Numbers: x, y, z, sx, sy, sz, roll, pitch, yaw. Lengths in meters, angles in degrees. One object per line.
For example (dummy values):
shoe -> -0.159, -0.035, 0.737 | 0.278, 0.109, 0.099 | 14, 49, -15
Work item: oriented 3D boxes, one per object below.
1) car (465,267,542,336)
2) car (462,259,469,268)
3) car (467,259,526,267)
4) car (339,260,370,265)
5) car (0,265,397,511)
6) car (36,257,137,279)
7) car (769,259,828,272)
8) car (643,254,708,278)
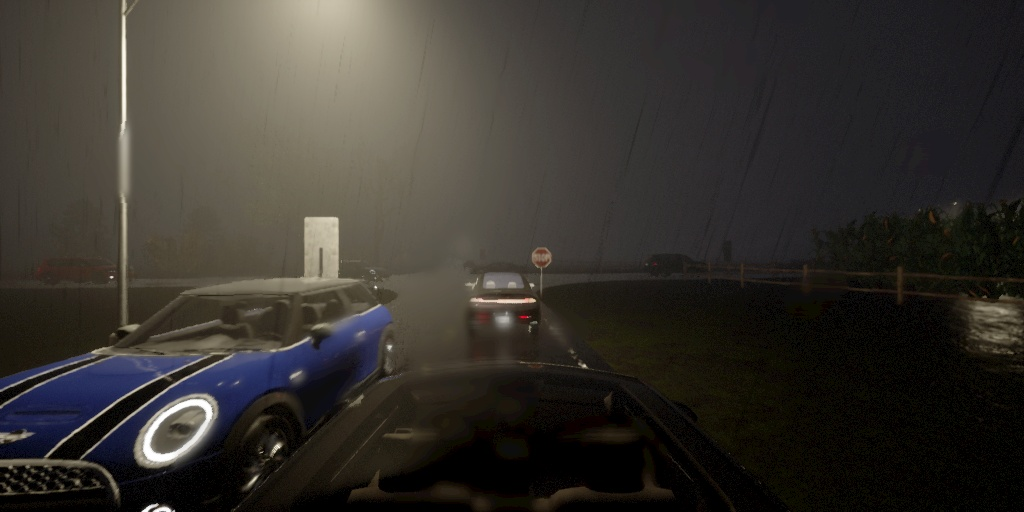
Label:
car -> -0.302, 1.229, 10.420 | 2.128, 1.511, 4.902 | 0, 0, -3
car -> -6.947, 1.221, 58.222 | 1.812, 1.442, 4.674 | 0, 0, -10
car -> -1.270, 1.231, 33.395 | 5.357, 1.411, 2.033 | 0, 0, -6
car -> -11.444, 1.130, 26.696 | 4.553, 1.767, 2.097 | 0, 0, 16
car -> -2.953, 1.098, 4.140 | 2.097, 1.767, 4.553 | 0, 0, -1
car -> -31.916, 1.128, 27.014 | 5.566, 2.045, 2.150 | 0, 0, -4
car -> 29.648, 0.995, 37.138 | 5.357, 1.411, 2.033 | 0, 0, -7
car -> 14.451, 0.803, 31.614 | 5.566, 2.045, 2.150 | 0, 0, -5
